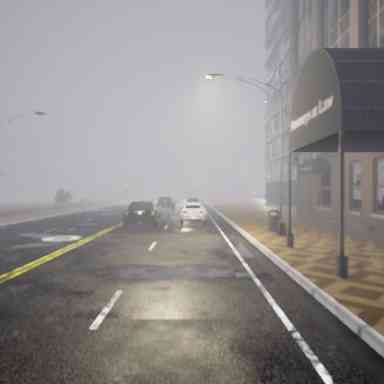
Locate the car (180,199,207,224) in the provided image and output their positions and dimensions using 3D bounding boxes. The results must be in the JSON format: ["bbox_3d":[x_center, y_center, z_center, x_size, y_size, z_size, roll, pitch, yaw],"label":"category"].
[{"bbox_3d":[0.091,1.478,24.202,1.812,1.442,4.674,0,0,0],"label":"car"}]

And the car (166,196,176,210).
[{"bbox_3d":[-3.143,1.269,41.145,2.097,1.767,4.553,0,0,0],"label":"car"}]

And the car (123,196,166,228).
[{"bbox_3d":[-3.148,1.309,22.180,2.097,1.767,4.553,0,0,0],"label":"car"}]
